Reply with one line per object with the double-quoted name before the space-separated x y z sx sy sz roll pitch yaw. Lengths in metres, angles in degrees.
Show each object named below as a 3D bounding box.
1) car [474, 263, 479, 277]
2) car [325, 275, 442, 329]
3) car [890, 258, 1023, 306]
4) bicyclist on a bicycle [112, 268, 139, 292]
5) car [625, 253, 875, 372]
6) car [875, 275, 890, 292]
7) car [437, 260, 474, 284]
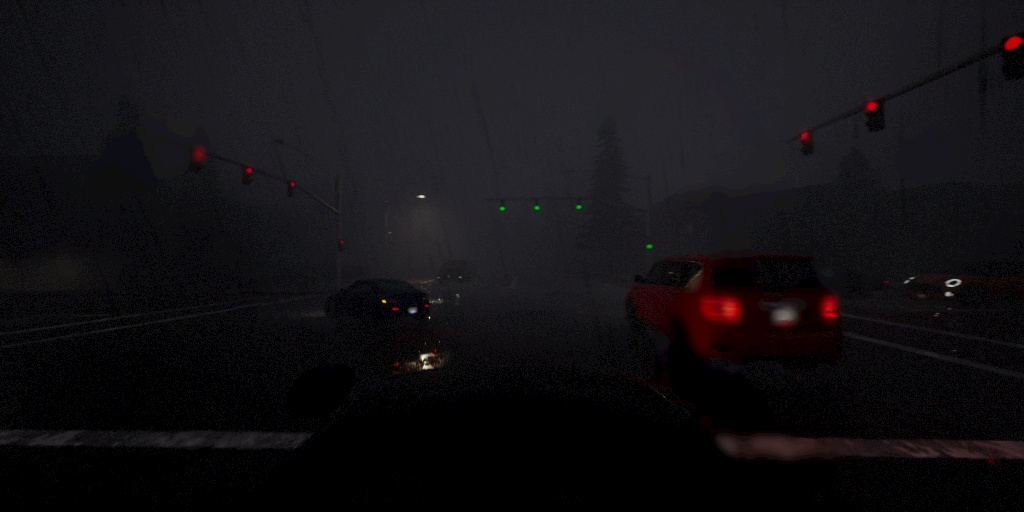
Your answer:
"car" -5.088 1.628 44.042 2.097 1.767 4.553 -1 -1 -4
"car" -4.578 1.446 12.060 4.674 1.442 1.812 -1 -1 43
"car" 18.700 0.999 14.347 4.553 1.767 2.097 -1 -1 3
"bicyclist on a bicycle" -26.212 1.632 24.340 0.582 1.620 1.656 -1 0 3
"car" 4.110 0.984 7.812 2.150 2.045 5.566 -1 -1 4
"car" 15.554 1.274 18.009 5.357 1.411 2.033 -1 -1 3
"car" -5.124 1.369 32.352 2.150 2.045 5.566 -1 -1 2
